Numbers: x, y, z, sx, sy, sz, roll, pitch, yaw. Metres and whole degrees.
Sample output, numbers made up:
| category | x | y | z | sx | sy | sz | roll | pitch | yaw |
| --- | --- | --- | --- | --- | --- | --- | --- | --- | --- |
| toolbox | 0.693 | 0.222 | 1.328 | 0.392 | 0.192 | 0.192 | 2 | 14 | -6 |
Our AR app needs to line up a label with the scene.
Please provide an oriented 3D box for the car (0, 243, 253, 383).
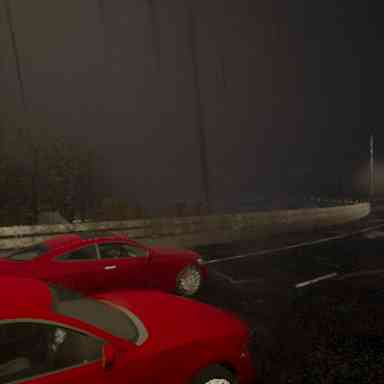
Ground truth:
| category | x | y | z | sx | sy | sz | roll | pitch | yaw |
| --- | --- | --- | --- | --- | --- | --- | --- | --- | --- |
| car | -1.676 | 1.497 | 2.732 | 5.008 | 1.535 | 1.882 | 0 | 0 | -35 |

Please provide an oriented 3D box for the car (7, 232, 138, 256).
| category | x | y | z | sx | sy | sz | roll | pitch | yaw |
| --- | --- | --- | --- | --- | --- | --- | --- | --- | --- |
| car | -1.810 | 1.572 | 6.977 | 4.674 | 1.442 | 1.812 | 0 | 0 | -37 |
